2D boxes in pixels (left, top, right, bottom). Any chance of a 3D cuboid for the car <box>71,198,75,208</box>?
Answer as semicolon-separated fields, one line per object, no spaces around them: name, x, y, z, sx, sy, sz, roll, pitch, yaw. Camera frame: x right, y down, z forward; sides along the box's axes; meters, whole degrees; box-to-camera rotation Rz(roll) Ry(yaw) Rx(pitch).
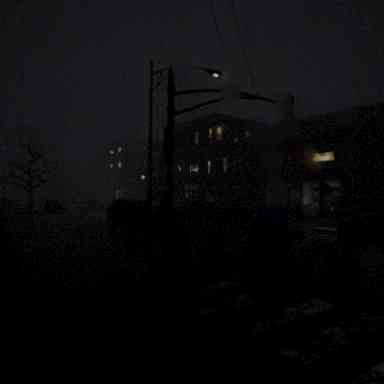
car;-20.392;2.036;55.431;2.128;1.511;4.902;1;-1;-35

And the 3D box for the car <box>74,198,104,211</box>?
car;-14.702;1.929;47.319;1.882;1.535;5.008;1;-1;-35

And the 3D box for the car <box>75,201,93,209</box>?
car;-18.736;2.175;57.757;1.802;1.307;4.206;0;-1;-35

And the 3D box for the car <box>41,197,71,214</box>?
car;-16.129;1.752;39.306;1.967;1.590;4.097;0;-1;-35

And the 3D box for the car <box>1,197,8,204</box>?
car;-41.437;2.046;75.770;2.192;1.841;5.009;0;-1;-35

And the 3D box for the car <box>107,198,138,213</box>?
car;-9.246;1.751;44.086;2.192;1.841;5.009;0;-1;-35

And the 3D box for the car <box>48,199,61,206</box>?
car;-31.390;2.385;75.988;1.802;1.307;4.206;0;-1;-35

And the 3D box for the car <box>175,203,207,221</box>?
car;0.245;1.717;30.411;1.967;1.590;4.097;0;-1;-35

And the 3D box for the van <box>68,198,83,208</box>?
van;-21.900;1.987;62.317;1.690;1.788;3.998;0;-1;-35

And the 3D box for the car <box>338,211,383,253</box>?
car;7.458;1.487;12.762;2.128;1.511;4.902;0;0;-4

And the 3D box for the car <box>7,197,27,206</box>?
car;-35.110;2.177;66.652;2.008;1.369;4.403;0;-1;-35

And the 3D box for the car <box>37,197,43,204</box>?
car;-37.717;2.489;85.104;1.802;1.307;4.206;0;-1;-35

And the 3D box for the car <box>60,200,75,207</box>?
car;-25.063;2.243;66.873;1.887;1.381;4.507;0;-1;-35

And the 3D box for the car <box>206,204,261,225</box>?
car;3.408;1.790;25.852;1.947;1.339;4.313;0;-1;-35

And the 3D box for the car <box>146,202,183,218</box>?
car;-3.016;1.857;35.108;1.752;1.417;4.829;0;-1;-35

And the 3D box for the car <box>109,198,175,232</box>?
car;-3.475;1.416;21.076;2.192;1.841;5.009;0;-1;-35

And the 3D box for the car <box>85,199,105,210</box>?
car;-15.573;1.981;53.200;1.967;1.590;4.097;0;-1;-35

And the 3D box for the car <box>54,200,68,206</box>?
car;-28.227;2.332;71.430;1.802;1.307;4.206;0;-1;-35
